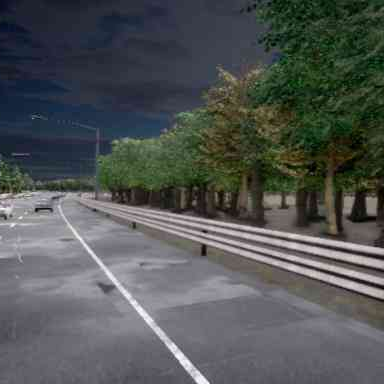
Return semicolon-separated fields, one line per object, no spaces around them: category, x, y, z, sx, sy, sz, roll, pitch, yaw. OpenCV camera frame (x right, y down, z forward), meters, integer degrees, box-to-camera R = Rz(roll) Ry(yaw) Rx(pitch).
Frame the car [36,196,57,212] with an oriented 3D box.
car;-16.781;1.541;37.935;2.033;1.411;5.357;1;-1;-23

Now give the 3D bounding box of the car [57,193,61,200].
car;-34.827;1.480;84.147;1.837;1.490;4.892;1;0;-20

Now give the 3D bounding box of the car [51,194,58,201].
car;-25.724;1.538;59.977;2.033;1.411;5.357;1;0;-21

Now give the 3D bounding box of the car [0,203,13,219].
car;-16.041;1.520;27.493;1.895;1.301;4.718;1;-1;-23
